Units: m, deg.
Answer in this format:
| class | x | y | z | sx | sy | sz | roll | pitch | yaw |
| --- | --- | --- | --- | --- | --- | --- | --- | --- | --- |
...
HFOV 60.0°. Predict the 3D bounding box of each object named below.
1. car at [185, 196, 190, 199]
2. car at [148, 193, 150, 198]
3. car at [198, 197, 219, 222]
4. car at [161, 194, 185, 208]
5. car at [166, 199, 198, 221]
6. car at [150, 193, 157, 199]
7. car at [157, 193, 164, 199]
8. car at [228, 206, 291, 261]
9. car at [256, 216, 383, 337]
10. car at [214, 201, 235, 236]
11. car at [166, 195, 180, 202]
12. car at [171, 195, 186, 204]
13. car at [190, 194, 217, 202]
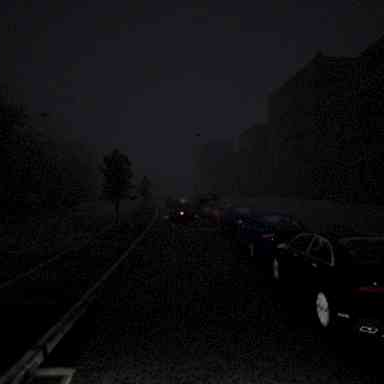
| class | x | y | z | sx | sy | sz | roll | pitch | yaw |
| --- | --- | --- | --- | --- | --- | --- | --- | --- | --- |
| car | -0.629 | 1.383 | 51.326 | 1.946 | 1.575 | 5.366 | 0 | 0 | -8 |
| car | -10.407 | 1.135 | 94.407 | 2.002 | 1.452 | 4.674 | 0 | 0 | -15 |
| car | 1.965 | 1.470 | 29.199 | 1.946 | 1.575 | 5.366 | 0 | 0 | -4 |
| car | -2.481 | 1.430 | 42.823 | 2.128 | 1.511 | 4.902 | 0 | 0 | -7 |
| car | -0.890 | 1.556 | 26.832 | 1.994 | 1.385 | 4.181 | 0 | 0 | -4 |
| car | -9.000 | 1.142 | 89.037 | 2.231 | 1.521 | 4.892 | 0 | 0 | -15 |
| car | -6.215 | 1.225 | 78.404 | 2.097 | 1.535 | 5.008 | 0 | 0 | -14 |
| car | 2.850 | 1.485 | 12.337 | 2.097 | 1.535 | 5.008 | 0 | 0 | -2 |
| car | 2.991 | 1.485 | 6.777 | 2.231 | 1.521 | 4.892 | 0 | 0 | -1 |
| car | 2.653 | 1.486 | 17.902 | 2.097 | 1.535 | 5.008 | 0 | 0 | -2 |
| car | -3.965 | 1.317 | 69.073 | 2.163 | 1.488 | 4.792 | 0 | 0 | -12 |
| car | -2.540 | 1.324 | 62.178 | 1.946 | 1.575 | 5.366 | 0 | 0 | -10 |
| car | 1.483 | 1.208 | 34.587 | 2.435 | 2.045 | 5.566 | 0 | 0 | -5 |
